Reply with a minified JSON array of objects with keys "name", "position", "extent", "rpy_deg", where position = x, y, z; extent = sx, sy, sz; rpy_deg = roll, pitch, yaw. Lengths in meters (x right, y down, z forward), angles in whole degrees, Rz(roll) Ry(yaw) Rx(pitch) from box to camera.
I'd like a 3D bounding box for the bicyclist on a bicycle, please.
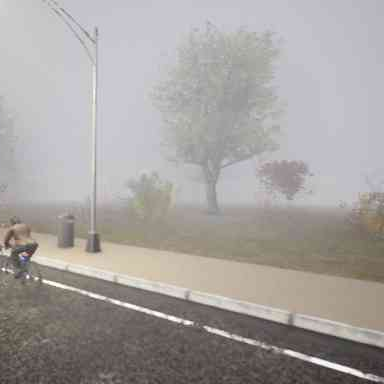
[{"name":"bicyclist on a bicycle","position":[-3.764,1.366,7.272],"extent":[1.656,1.620,0.582],"rpy_deg":[0,0,35]}]
